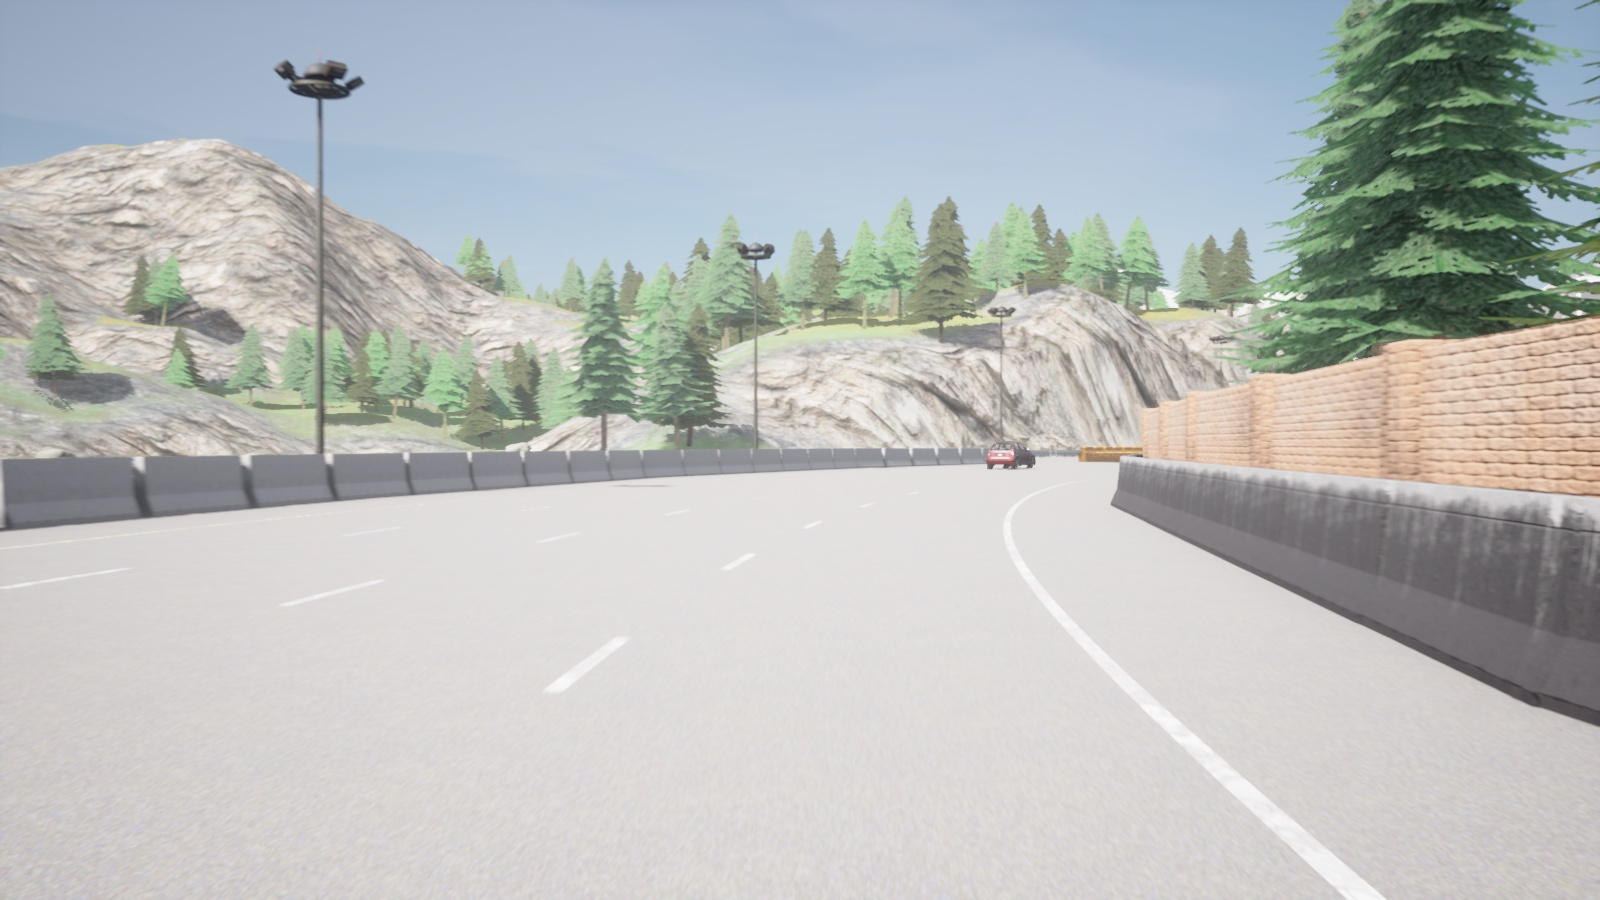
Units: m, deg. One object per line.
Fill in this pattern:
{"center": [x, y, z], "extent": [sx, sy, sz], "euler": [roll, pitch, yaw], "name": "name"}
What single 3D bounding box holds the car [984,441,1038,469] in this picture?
{"center": [12.297, 0.278, 73.010], "extent": [1.851, 1.617, 3.988], "euler": [0, 0, 29], "name": "car"}
